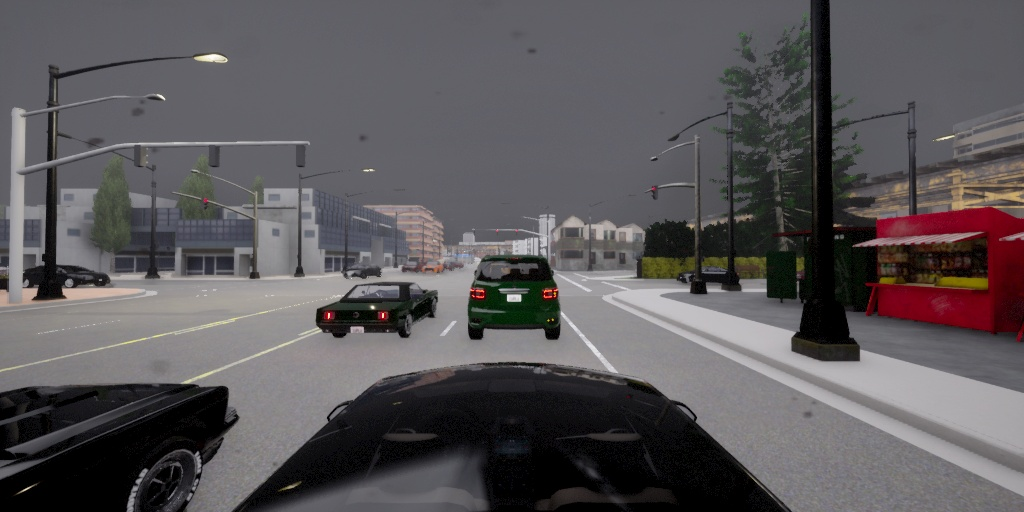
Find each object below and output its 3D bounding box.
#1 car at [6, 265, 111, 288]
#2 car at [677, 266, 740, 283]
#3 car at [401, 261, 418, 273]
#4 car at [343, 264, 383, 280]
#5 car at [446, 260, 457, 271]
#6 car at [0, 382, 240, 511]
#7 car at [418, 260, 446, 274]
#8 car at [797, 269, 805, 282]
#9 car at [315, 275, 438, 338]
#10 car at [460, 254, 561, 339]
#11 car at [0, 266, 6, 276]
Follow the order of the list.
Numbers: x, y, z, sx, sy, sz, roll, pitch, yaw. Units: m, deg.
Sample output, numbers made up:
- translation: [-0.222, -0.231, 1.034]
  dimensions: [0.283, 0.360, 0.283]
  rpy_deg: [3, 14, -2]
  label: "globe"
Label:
- translation: [-29.637, 1.343, 23.733]
  dimensions: [4.892, 1.490, 1.837]
  rpy_deg: [0, -1, 1]
  label: "car"
- translation: [14.753, 1.448, 27.089]
  dimensions: [4.181, 1.385, 1.994]
  rpy_deg: [0, -1, 0]
  label: "car"
- translation: [-14.123, 1.499, 50.785]
  dimensions: [2.097, 1.767, 4.553]
  rpy_deg: [0, 0, 0]
  label: "car"
- translation: [-14.476, 1.485, 35.047]
  dimensions: [2.128, 1.511, 4.902]
  rpy_deg: [0, -1, 6]
  label: "car"
- translation: [-10.610, 1.730, 58.245]
  dimensions: [1.994, 1.385, 4.181]
  rpy_deg: [0, 0, 0]
  label: "car"
- translation: [-3.402, 1.351, 1.084]
  dimensions: [1.895, 1.301, 4.718]
  rpy_deg: [0, 0, 0]
  label: "car"
- translation: [-10.616, 1.472, 48.104]
  dimensions: [2.097, 1.767, 4.553]
  rpy_deg: [0, -1, 0]
  label: "car"
- translation: [23.250, 1.409, 27.020]
  dimensions: [4.674, 1.442, 1.812]
  rpy_deg: [0, -1, 1]
  label: "car"
- translation: [-3.435, 1.368, 10.223]
  dimensions: [1.895, 1.301, 4.718]
  rpy_deg: [0, 0, 0]
  label: "car"
- translation: [0.062, 0.986, 10.206]
  dimensions: [2.150, 2.045, 5.566]
  rpy_deg: [0, 0, 0]
  label: "car"
- translation: [-40.748, 1.415, 27.493]
  dimensions: [4.674, 1.442, 1.812]
  rpy_deg: [0, -1, 1]
  label: "car"
